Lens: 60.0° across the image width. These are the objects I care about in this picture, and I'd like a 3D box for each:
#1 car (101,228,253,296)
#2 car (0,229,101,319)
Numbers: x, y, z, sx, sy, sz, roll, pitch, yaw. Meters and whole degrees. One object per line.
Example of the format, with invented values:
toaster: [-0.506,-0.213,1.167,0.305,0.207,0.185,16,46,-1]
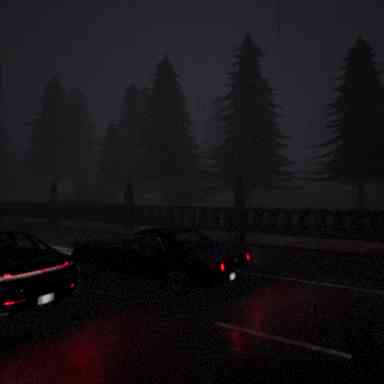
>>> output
car: [-0.955,1.585,8.600,4.718,1.301,1.895,0,0,33]
car: [-4.370,1.487,6.590,4.902,1.511,2.128,0,0,32]
